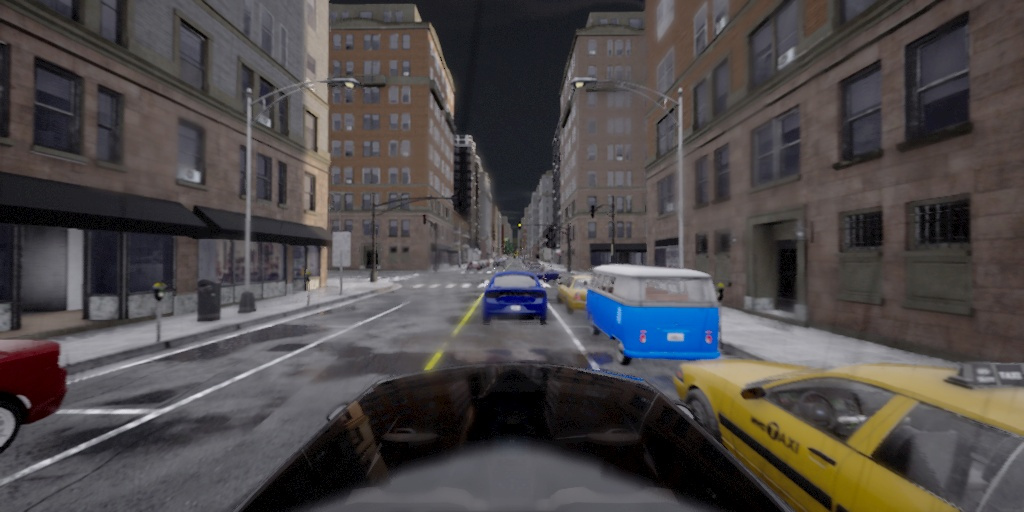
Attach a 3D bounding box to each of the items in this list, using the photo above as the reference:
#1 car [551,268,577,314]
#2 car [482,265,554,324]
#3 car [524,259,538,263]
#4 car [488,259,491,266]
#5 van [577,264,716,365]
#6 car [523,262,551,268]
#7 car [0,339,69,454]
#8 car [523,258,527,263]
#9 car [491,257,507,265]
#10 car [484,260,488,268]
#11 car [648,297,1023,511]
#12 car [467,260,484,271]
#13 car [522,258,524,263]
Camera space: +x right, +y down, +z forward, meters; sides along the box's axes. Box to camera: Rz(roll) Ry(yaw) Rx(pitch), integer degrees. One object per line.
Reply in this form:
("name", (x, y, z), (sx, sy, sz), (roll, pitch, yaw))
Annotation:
("car", (2.697, 1.285, 13.573), (1.751, 1.417, 4.829), (0, 0, 0))
("car", (0.080, 1.236, 12.012), (1.882, 1.535, 5.008), (0, 0, -1))
("car", (3.101, 1.351, 51.066), (1.948, 1.339, 4.313), (0, 0, 1))
("car", (-5.257, 1.343, 62.249), (2.007, 1.370, 4.403), (0, 0, 1))
("van", (2.683, 1.096, 7.730), (1.690, 1.789, 3.998), (0, 0, 0))
("car", (2.128, 1.370, 26.326), (1.895, 1.301, 4.718), (0, 0, 31))
("car", (-5.857, 1.295, 2.080), (1.888, 1.381, 4.507), (0, 0, 0))
("car", (3.185, 1.333, 56.597), (1.888, 1.381, 4.507), (0, 0, 1))
("car", (-2.401, 1.357, 64.184), (1.994, 1.385, 4.181), (0, 0, 1))
("car", (-5.341, 1.355, 56.720), (1.948, 1.339, 4.313), (0, 0, 1))
("car", (2.670, 1.276, 2.227), (1.751, 1.417, 4.829), (0, 0, 0))
("car", (-5.424, 1.368, 51.192), (1.802, 1.307, 4.207), (0, 0, 1))
("car", (3.268, 1.342, 62.127), (2.007, 1.370, 4.403), (0, 0, 1))
